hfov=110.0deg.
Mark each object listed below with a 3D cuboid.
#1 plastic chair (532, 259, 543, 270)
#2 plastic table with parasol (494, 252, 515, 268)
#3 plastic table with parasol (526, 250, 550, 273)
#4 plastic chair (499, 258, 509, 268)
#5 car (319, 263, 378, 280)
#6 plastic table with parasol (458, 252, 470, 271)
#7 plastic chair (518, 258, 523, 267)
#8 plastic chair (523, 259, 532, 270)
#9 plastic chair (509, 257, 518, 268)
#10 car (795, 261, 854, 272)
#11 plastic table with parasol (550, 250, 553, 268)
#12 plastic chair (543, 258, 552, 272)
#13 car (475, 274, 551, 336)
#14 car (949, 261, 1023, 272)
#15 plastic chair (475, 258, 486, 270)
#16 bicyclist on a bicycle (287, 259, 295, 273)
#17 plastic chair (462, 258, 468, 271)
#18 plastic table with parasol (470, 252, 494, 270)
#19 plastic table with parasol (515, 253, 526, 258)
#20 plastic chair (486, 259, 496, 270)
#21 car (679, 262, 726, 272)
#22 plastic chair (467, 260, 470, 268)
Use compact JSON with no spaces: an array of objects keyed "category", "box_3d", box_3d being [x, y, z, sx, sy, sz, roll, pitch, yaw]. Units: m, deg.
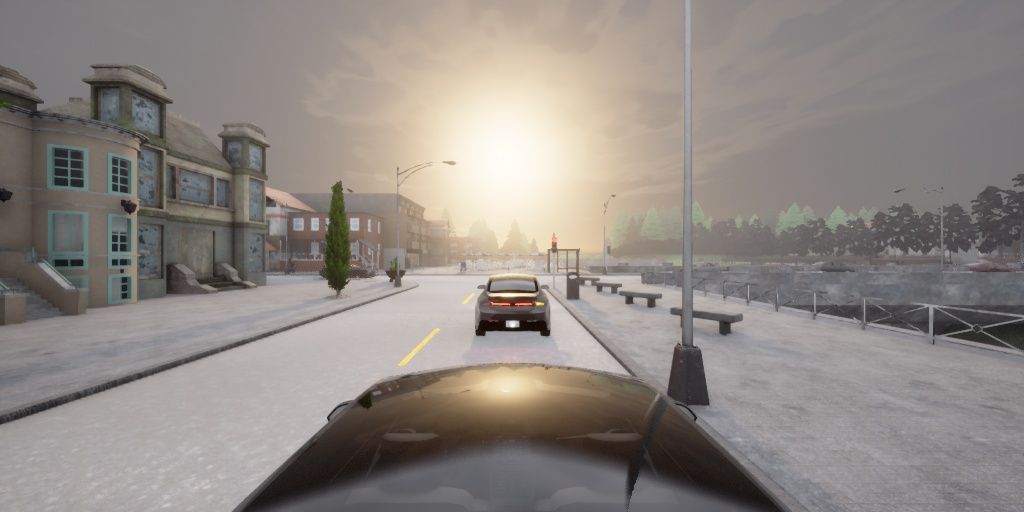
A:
[{"category":"plastic chair","box_3d":[3.443,1.279,48.744,0.750,1.272,0.730,0,0,0]},{"category":"plastic table with parasol","box_3d":[-1.206,0.675,57.744,2.482,2.480,2.482,0,0,0]},{"category":"plastic table with parasol","box_3d":[3.583,0.675,50.014,2.482,2.480,2.482,0,0,0]},{"category":"plastic chair","box_3d":[-1.256,1.279,56.544,0.750,1.272,0.730,0,0,0]},{"category":"car","box_3d":[-14.000,1.276,30.756,4.674,1.442,1.812,0,0,0]},{"category":"plastic table with parasol","box_3d":[-7.126,0.675,57.355,2.482,2.480,2.482,0,0,0]},{"category":"plastic chair","box_3d":[1.047,1.279,64.176,0.750,1.272,0.730,0,0,-1]},{"category":"plastic chair","box_3d":[2.243,1.279,50.044,0.730,1.272,0.750,0,0,0]},{"category":"plastic chair","box_3d":[0.144,1.279,57.644,0.730,1.272,0.750,0,0,0]},{"category":"car","box_3d":[30.374,1.252,34.944,4.892,1.490,1.837,-1,0,0]},{"category":"plastic table with parasol","box_3d":[4.994,0.675,58.644,2.482,2.480,2.482,0,0,0]},{"category":"plastic chair","box_3d":[4.843,1.279,49.844,0.730,1.272,0.750,0,0,0]},{"category":"car","box_3d":[0.035,1.255,10.345,1.837,1.490,4.892,0,0,1]},{"category":"car","box_3d":[40.705,1.228,30.749,5.008,1.535,1.882,1,0,0]},{"category":"plastic chair","box_3d":[-4.357,1.279,49.544,0.750,1.272,0.730,0,0,0]},{"category":"bicyclist on a bicycle","box_3d":[-24.188,1.099,39.139,0.582,1.620,1.656,0,0,0]},{"category":"plastic chair","box_3d":[-7.053,1.279,56.176,0.750,1.272,0.730,0,0,-1]},{"category":"plastic table with parasol","box_3d":[-4.237,0.675,50.764,2.482,2.480,2.482,0,0,0]},{"category":"plastic table with parasol","box_3d":[1.164,0.675,65.354,2.482,2.480,2.482,0,0,0]},{"category":"plastic chair","box_3d":[-2.957,1.279,50.644,0.730,1.272,0.750,0,0,0]},{"category":"car","box_3d":[18.647,1.314,34.947,4.181,1.385,1.994,0,0,0]},{"category":"plastic chair","box_3d":[-5.557,1.279,50.844,0.730,1.272,0.750,0,0,0]}]
